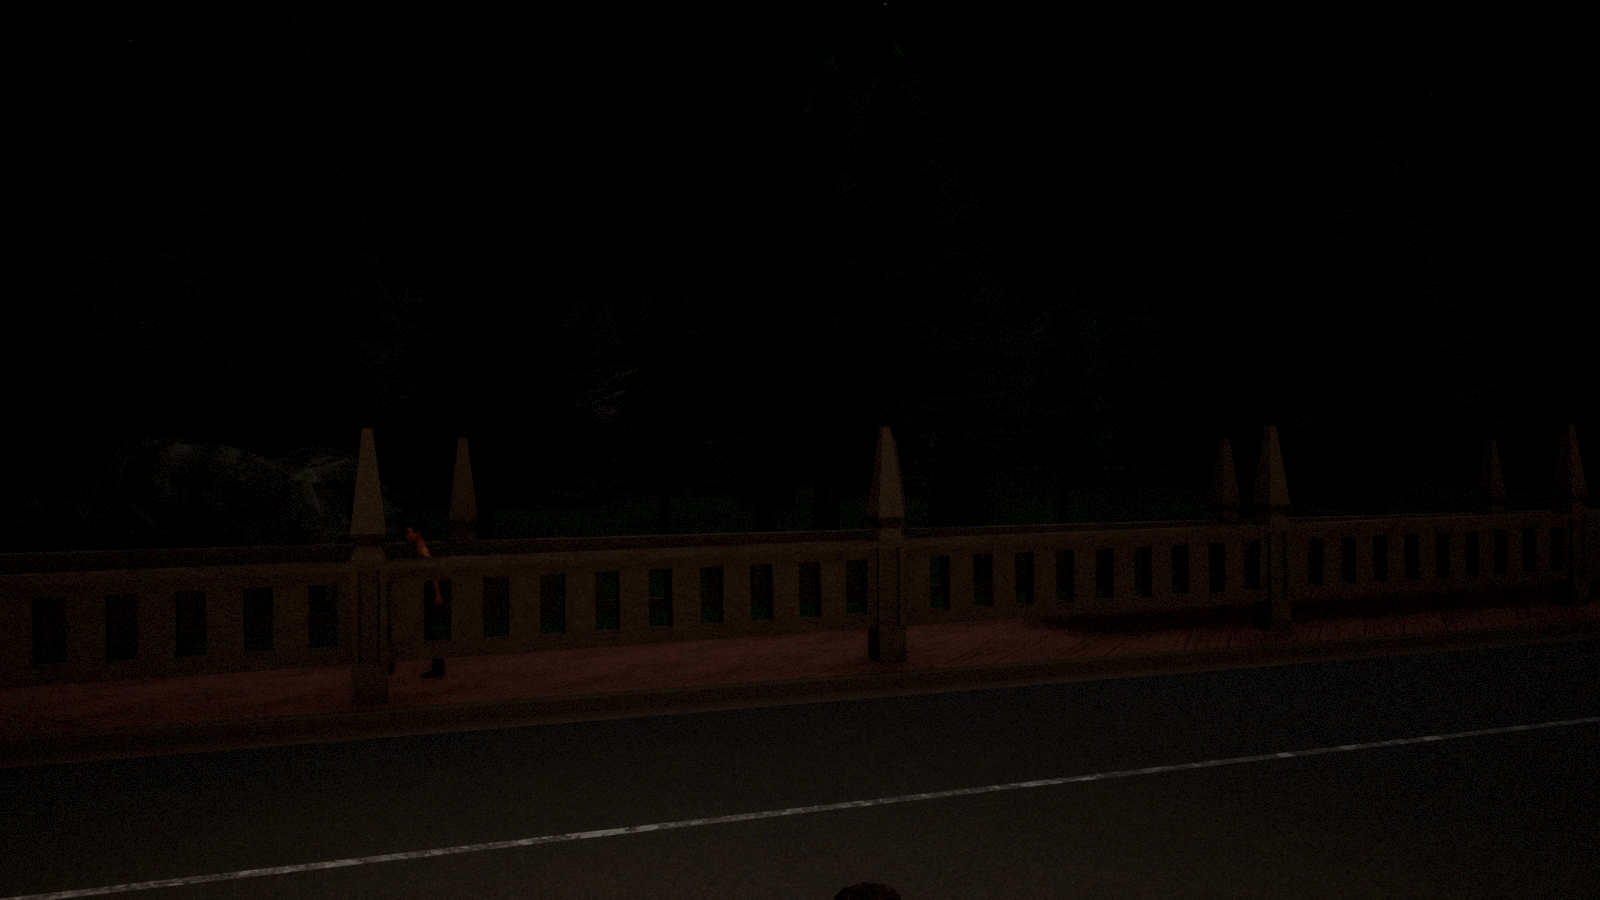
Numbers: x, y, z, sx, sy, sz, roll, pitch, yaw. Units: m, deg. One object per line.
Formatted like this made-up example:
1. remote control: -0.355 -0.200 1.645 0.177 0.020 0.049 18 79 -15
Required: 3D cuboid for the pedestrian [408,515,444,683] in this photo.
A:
1. pedestrian: -4.300 1.694 13.125 0.375 1.860 0.375 0 0 -20
